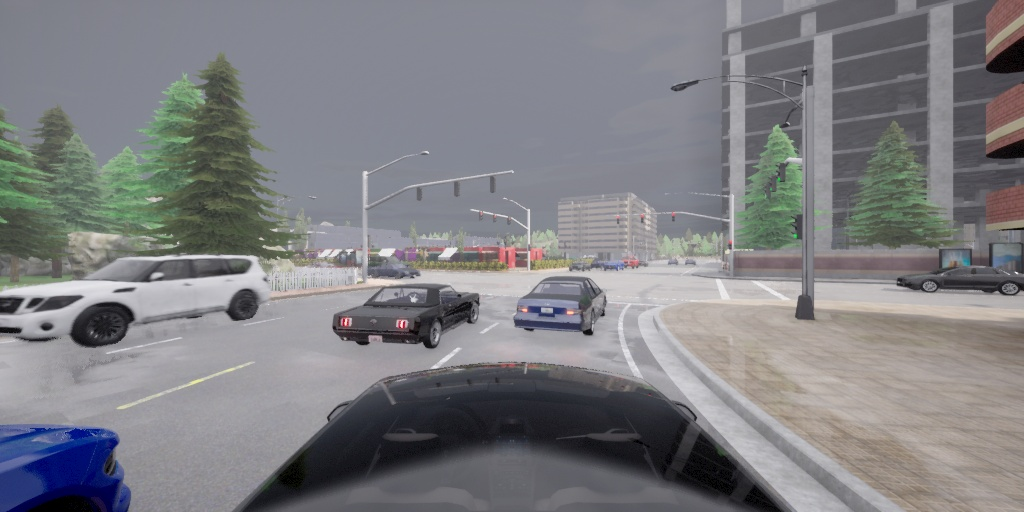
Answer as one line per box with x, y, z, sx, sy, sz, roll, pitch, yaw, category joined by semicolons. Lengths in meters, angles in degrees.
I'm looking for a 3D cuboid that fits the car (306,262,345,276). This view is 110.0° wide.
-19.866;1.331;37.697;4.674;1.442;1.812;0;0;30;car

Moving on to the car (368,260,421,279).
-10.701;1.353;32.352;5.357;1.411;2.033;0;0;31;car

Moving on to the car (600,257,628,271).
13.998;1.227;48.949;1.882;1.535;5.008;0;0;30;car

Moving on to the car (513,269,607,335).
1.666;1.297;10.612;2.033;1.411;5.357;0;0;20;car

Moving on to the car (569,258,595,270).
8.992;1.314;47.230;1.994;1.385;4.181;0;0;30;car

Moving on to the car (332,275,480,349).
-2.268;1.351;9.251;1.895;1.301;4.718;0;0;11;car

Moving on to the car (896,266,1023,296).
25.018;1.310;20.027;4.892;1.490;1.837;0;0;30;car

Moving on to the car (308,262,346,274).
-22.281;1.406;43.145;4.718;1.301;1.895;0;0;30;car

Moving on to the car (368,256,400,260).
-13.042;1.030;37.790;5.566;2.045;2.150;-1;0;30;car

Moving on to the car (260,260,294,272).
-31.978;1.283;48.771;5.008;1.535;1.882;0;0;30;car

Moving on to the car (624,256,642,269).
18.786;0.972;57.318;2.150;2.045;5.566;0;0;30;car

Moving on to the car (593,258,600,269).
13.331;1.351;54.840;1.895;1.301;4.718;0;0;30;car

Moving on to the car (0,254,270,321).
-9.584;0.971;9.807;2.150;2.045;5.566;0;0;12;car
